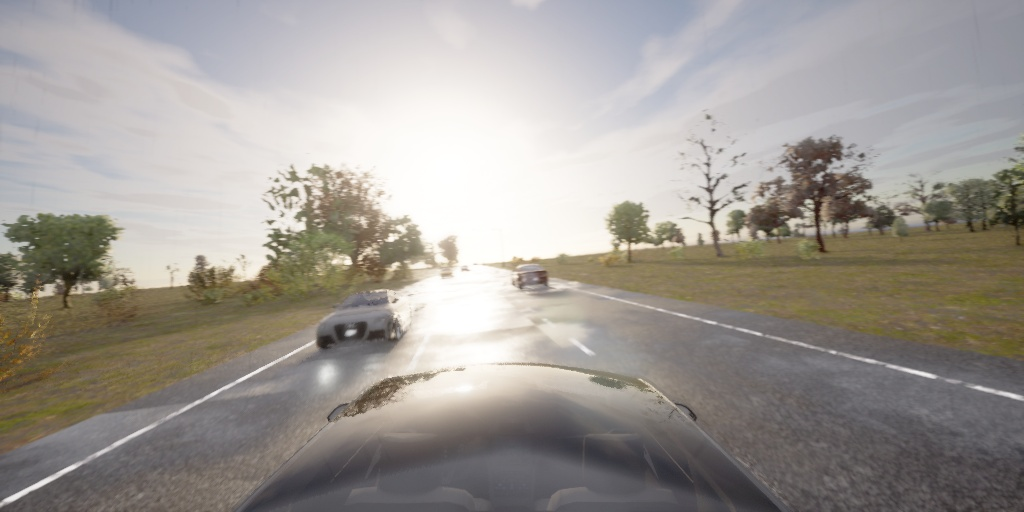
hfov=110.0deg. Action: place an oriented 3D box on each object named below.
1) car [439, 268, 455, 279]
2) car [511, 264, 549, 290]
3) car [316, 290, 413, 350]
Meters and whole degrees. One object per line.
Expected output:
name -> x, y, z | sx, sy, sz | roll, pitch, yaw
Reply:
car -> -9.424, 2.437, 51.987 | 1.882, 1.535, 5.008 | -5, 0, -6
car -> 1.096, 1.284, 23.932 | 1.882, 1.535, 5.008 | -5, 0, -7
car -> -4.294, 1.763, 10.968 | 1.994, 1.385, 4.181 | -5, 0, -7
